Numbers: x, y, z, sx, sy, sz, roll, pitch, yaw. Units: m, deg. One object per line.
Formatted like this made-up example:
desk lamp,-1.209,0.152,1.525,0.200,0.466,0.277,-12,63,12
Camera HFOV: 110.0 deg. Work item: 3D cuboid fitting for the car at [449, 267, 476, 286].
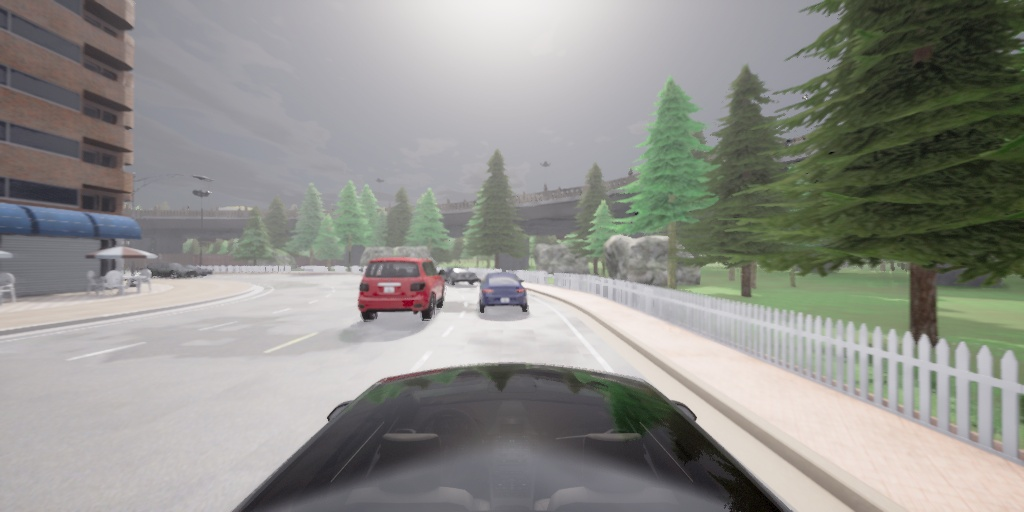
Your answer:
car,-4.519,1.556,28.528,2.033,1.411,5.357,0,-1,-30

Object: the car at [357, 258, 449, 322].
car,-3.765,1.082,13.071,2.150,2.045,5.566,0,0,-4

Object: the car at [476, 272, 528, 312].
car,-0.460,1.402,14.896,1.812,1.442,4.674,0,0,-6

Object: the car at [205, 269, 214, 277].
car,-36.046,1.659,39.406,5.357,1.411,2.033,0,-1,2

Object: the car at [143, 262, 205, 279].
car,-33.947,1.428,35.756,4.553,1.767,2.097,0,-1,4
